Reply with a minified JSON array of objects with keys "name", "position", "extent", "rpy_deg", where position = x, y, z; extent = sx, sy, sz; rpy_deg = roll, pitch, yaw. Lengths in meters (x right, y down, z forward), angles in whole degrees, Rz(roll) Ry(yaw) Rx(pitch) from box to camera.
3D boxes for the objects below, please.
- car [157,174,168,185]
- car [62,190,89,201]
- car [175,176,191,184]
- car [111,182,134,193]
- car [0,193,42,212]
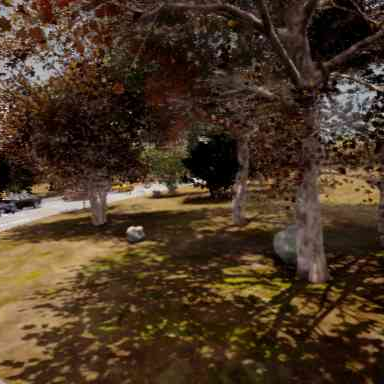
[{"name":"car","position":[-4.569,-2.547,63.704],"extent":[2.150,2.045,5.566],"rpy_deg":[-1,5,22]},{"name":"car","position":[-13.550,0.196,39.836],"extent":[1.812,1.442,4.674],"rpy_deg":[-1,5,17]},{"name":"car","position":[-1.202,-2.338,62.649],"extent":[1.837,1.490,4.892],"rpy_deg":[-1,5,22]},{"name":"car","position":[-10.457,-0.770,49.053],"extent":[1.882,1.535,5.008],"rpy_deg":[-1,5,21]},{"name":"car","position":[-15.946,0.937,30.530],"extent":[2.128,1.511,4.902],"rpy_deg":[-1,4,13]}]
